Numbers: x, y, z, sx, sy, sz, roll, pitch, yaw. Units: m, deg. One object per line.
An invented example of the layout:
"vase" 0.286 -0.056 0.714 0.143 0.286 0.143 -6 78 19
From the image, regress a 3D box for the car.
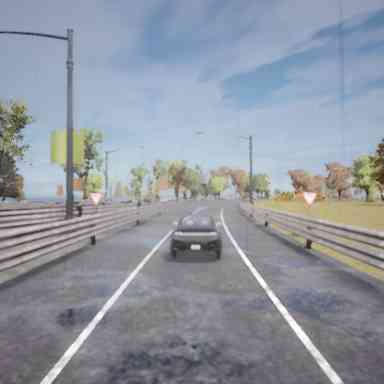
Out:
"car" 0.215 1.634 13.428 2.128 1.511 4.902 0 0 2
